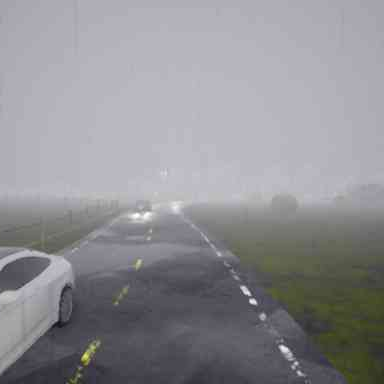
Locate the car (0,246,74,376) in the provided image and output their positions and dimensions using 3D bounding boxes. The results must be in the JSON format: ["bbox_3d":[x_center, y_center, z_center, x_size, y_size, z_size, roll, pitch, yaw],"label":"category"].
[{"bbox_3d":[-2.988,1.536,4.327,1.812,1.442,4.674,0,0,-1],"label":"car"}]

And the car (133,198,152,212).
[{"bbox_3d":[-5.612,1.498,38.247,2.128,1.511,4.902,0,0,-3],"label":"car"}]
